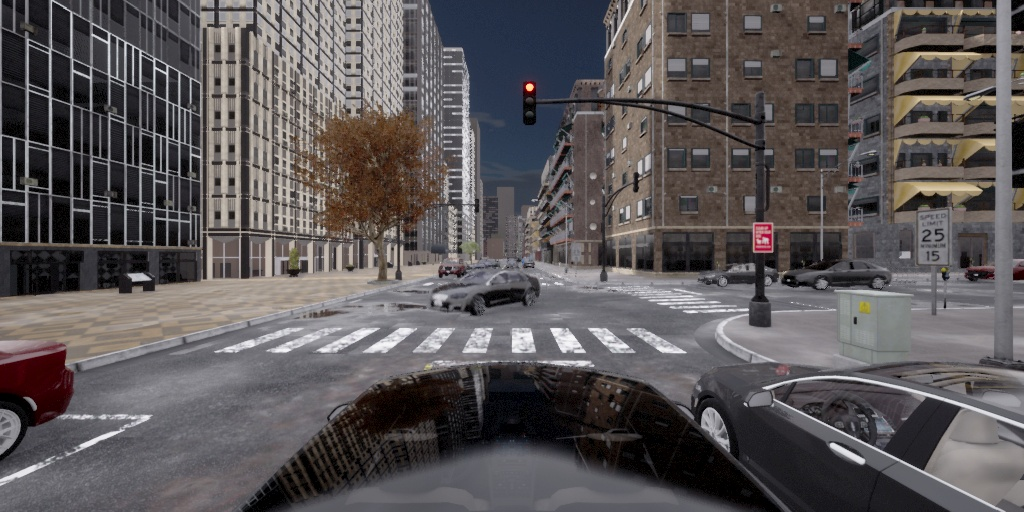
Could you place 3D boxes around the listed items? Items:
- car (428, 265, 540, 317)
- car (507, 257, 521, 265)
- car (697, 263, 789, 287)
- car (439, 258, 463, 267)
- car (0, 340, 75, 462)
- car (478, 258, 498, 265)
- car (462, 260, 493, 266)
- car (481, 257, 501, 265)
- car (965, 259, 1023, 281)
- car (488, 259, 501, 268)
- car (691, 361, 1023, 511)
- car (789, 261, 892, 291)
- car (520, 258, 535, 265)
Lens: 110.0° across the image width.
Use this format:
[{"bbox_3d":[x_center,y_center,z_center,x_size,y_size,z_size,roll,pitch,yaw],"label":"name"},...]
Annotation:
[{"bbox_3d":[-0.848,1.243,13.388,2.128,1.511,4.902,-1,0,39],"label":"car"},{"bbox_3d":[0.097,1.330,57.145,2.033,1.411,5.357,0,0,3],"label":"car"},{"bbox_3d":[13.441,1.095,21.415,4.403,1.370,2.007,0,0,-1],"label":"car"},{"bbox_3d":[-5.682,1.078,34.393,2.192,1.841,5.009,0,0,0],"label":"car"},{"bbox_3d":[-5.691,1.295,2.005,1.888,1.381,4.507,0,0,0],"label":"car"},{"bbox_3d":[-3.088,1.317,42.259,2.033,1.411,5.357,0,0,0],"label":"car"},{"bbox_3d":[-3.082,1.326,32.874,1.994,1.385,4.181,0,0,1],"label":"car"},{"bbox_3d":[-3.074,1.130,52.408,2.097,1.767,4.553,0,0,0],"label":"car"},{"bbox_3d":[30.142,0.858,21.580,4.507,1.381,1.888,0,0,-1],"label":"car"},{"bbox_3d":[-3.030,1.281,62.786,2.128,1.511,4.902,0,0,0],"label":"car"},{"bbox_3d":[2.689,1.300,2.002,2.007,1.370,4.403,0,0,0],"label":"car"},{"bbox_3d":[16.964,1.001,18.860,4.892,1.490,1.837,-1,0,-1],"label":"car"},{"bbox_3d":[2.706,1.348,56.481,1.948,1.339,4.313,0,0,0],"label":"car"}]
